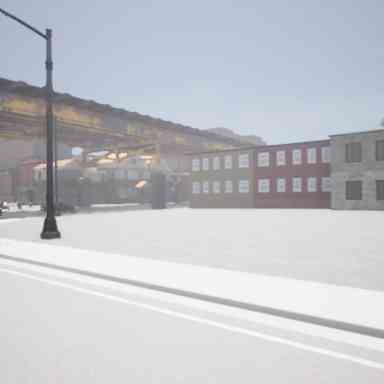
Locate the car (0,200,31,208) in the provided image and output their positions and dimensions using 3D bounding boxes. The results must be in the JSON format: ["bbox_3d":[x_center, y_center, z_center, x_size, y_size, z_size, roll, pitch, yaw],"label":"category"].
[{"bbox_3d":[-30.533,2.057,57.486,4.536,1.218,1.853,-1,0,7],"label":"car"}]

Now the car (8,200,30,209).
[{"bbox_3d":[-30.480,2.214,57.479,4.974,1.542,2.038,-1,0,7],"label":"car"}]

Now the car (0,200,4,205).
[{"bbox_3d":[-43.761,2.312,72.523,4.536,1.218,1.853,-1,0,2],"label":"car"}]

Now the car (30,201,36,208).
[{"bbox_3d":[-26.950,2.186,58.687,2.038,1.542,4.974,0,0,-23],"label":"car"}]

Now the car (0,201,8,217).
[{"bbox_3d":[-22.033,1.849,34.684,2.097,1.767,4.553,-1,0,12],"label":"car"}]

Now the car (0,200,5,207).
[{"bbox_3d":[-43.812,2.470,72.523,4.974,1.542,2.038,-1,0,2],"label":"car"}]

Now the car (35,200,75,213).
[{"bbox_3d":[-17.704,2.049,44.028,1.812,1.442,4.674,-1,0,33],"label":"car"}]

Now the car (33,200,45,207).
[{"bbox_3d":[-26.972,2.029,58.736,1.853,1.218,4.536,0,0,-23],"label":"car"}]
